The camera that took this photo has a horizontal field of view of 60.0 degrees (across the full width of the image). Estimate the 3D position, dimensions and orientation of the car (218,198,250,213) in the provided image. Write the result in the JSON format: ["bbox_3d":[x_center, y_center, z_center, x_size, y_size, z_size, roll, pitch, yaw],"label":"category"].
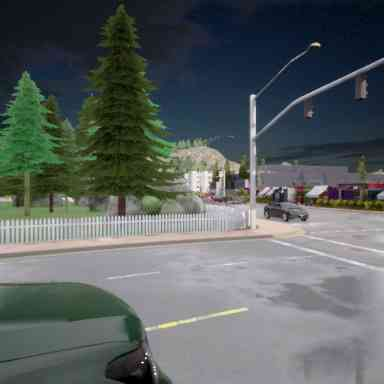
[{"bbox_3d":[4.870,1.654,36.942,1.895,1.301,4.718,0,0,-16],"label":"car"}]

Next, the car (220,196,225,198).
[{"bbox_3d":[5.951,1.555,71.146,1.837,1.490,4.892,0,0,-16],"label":"car"}]

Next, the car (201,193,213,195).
[{"bbox_3d":[2.806,1.274,69.592,2.150,2.045,5.566,0,0,-17],"label":"car"}]

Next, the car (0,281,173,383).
[{"bbox_3d":[-2.786,1.222,1.648,5.566,2.045,2.150,0,0,-36],"label":"car"}]

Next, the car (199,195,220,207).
[{"bbox_3d":[1.935,1.558,46.963,1.837,1.490,4.892,0,0,-16],"label":"car"}]

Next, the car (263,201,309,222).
[{"bbox_3d":[7.652,1.559,27.462,1.837,1.490,4.892,0,0,-16],"label":"car"}]

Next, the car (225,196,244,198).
[{"bbox_3d":[8.582,1.544,62.284,2.128,1.511,4.902,0,0,-16],"label":"car"}]
